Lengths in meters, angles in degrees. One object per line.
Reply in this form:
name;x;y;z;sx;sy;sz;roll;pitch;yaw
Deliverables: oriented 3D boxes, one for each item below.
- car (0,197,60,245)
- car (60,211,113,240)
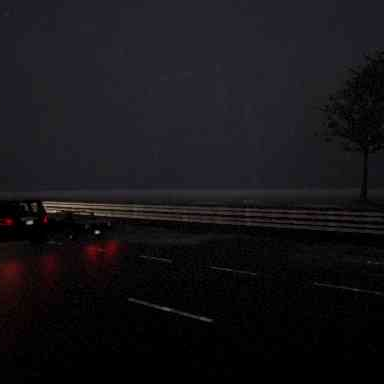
car;-8.291;1.238;14.083;5.566;2.045;2.150;0;0;36
car;-6.260;1.597;16.932;4.718;1.301;1.895;0;0;36
